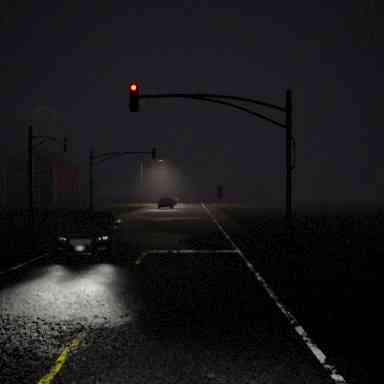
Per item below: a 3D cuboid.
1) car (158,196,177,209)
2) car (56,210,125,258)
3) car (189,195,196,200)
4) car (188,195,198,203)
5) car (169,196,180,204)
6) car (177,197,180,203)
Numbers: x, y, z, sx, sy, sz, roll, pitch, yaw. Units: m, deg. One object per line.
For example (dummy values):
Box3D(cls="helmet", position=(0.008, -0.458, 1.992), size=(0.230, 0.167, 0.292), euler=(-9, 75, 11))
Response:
Box3D(cls="car", position=(-3.513, 1.443, 45.201), size=(1.882, 1.535, 5.008), euler=(0, 0, 0))
Box3D(cls="car", position=(-3.712, 1.488, 12.806), size=(2.128, 1.511, 4.902), euler=(0, 0, -5))
Box3D(cls="car", position=(0.147, 1.440, 86.669), size=(1.994, 1.385, 4.181), euler=(0, 0, 0))
Box3D(cls="car", position=(0.217, 1.405, 68.981), size=(1.882, 1.535, 5.008), euler=(0, 0, 0))
Box3D(cls="car", position=(-3.433, 1.536, 64.992), size=(1.895, 1.301, 4.718), euler=(0, 0, 1))
Box3D(cls="car", position=(-3.487, 1.477, 55.064), size=(1.812, 1.442, 4.674), euler=(0, 0, 1))
